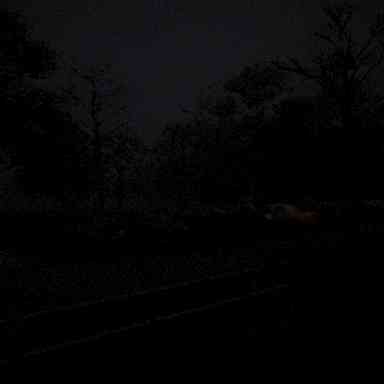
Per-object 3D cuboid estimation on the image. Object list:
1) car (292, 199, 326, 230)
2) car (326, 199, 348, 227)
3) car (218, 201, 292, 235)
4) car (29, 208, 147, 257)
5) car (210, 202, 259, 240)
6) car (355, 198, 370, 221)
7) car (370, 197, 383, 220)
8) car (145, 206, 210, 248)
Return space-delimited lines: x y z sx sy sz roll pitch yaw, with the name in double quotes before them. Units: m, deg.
"car" 4.967 1.396 20.233 5.366 1.575 1.946 -1 0 33
"car" 7.492 1.249 21.927 4.553 1.767 2.185 -1 0 32
"car" 2.744 1.293 18.362 4.553 1.767 2.185 -1 -1 33
"car" -4.390 1.511 13.053 4.792 1.488 2.163 -1 0 34
"car" 0.408 1.438 16.553 5.008 1.535 2.097 -1 0 33
"car" 9.805 1.394 23.764 4.674 1.452 2.002 -1 0 32
"car" 12.126 1.373 25.603 4.674 1.452 2.002 -1 0 32
"car" -1.943 1.489 14.778 4.792 1.488 2.163 -1 -1 34
